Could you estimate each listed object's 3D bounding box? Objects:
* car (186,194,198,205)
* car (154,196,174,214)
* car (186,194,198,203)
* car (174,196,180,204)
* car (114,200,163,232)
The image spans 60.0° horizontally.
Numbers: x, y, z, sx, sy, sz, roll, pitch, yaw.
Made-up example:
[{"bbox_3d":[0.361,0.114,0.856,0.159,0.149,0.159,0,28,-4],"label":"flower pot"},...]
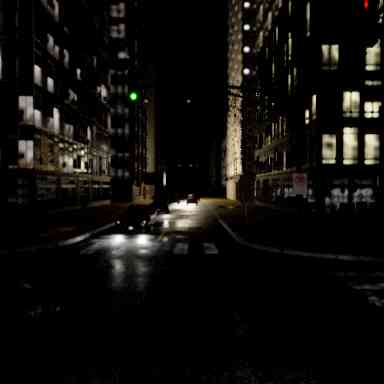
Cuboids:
[{"bbox_3d":[0.012,1.284,50.481,2.033,1.411,5.357,0,0,0],"label":"car"},{"bbox_3d":[-3.084,1.316,32.836,1.837,1.490,4.892,0,1,0],"label":"car"},{"bbox_3d":[0.014,1.183,60.897,2.128,1.511,4.902,0,0,0],"label":"car"},{"bbox_3d":[-2.998,1.316,53.906,1.895,1.301,4.718,0,0,0],"label":"car"},{"bbox_3d":[-3.094,1.428,19.514,2.033,1.411,5.357,0,0,0],"label":"car"}]
